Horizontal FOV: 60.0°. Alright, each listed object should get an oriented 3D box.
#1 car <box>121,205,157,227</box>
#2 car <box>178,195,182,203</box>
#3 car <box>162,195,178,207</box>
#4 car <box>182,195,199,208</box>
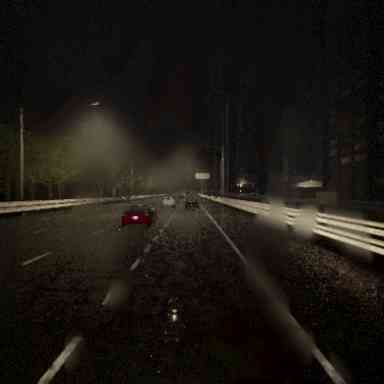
[{"bbox_3d":[-3.531,1.579,22.784,1.994,1.385,4.181,0,0,0],"label":"car"},{"bbox_3d":[-3.773,1.663,71.357,2.033,1.411,5.357,0,0,0],"label":"car"},{"bbox_3d":[-3.652,1.599,52.769,1.812,1.442,4.674,0,0,0],"label":"car"},{"bbox_3d":[-0.027,1.554,48.509,2.128,1.511,4.902,0,0,0],"label":"car"}]
